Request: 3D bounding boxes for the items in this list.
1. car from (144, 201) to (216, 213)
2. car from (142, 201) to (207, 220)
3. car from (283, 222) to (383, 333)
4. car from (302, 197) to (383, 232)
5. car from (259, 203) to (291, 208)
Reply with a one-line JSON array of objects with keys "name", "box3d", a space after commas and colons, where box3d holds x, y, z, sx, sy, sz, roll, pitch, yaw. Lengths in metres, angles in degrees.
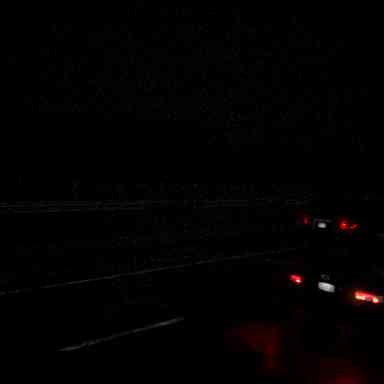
[{"name": "car", "box3d": [-0.619, 1.522, 24.924, 5.357, 1.411, 2.033, 0, 0, -34]}, {"name": "car", "box3d": [-1.437, 1.519, 28.609, 5.357, 1.411, 2.033, 0, 0, -35]}, {"name": "car", "box3d": [4.159, 1.537, 6.665, 5.357, 1.411, 2.033, 0, 0, -35]}, {"name": "car", "box3d": [6.524, 1.205, 12.587, 5.566, 2.045, 2.150, 0, 0, -35]}, {"name": "car", "box3d": [6.204, 1.537, 25.364, 4.181, 1.385, 1.994, 0, 0, -34]}]
